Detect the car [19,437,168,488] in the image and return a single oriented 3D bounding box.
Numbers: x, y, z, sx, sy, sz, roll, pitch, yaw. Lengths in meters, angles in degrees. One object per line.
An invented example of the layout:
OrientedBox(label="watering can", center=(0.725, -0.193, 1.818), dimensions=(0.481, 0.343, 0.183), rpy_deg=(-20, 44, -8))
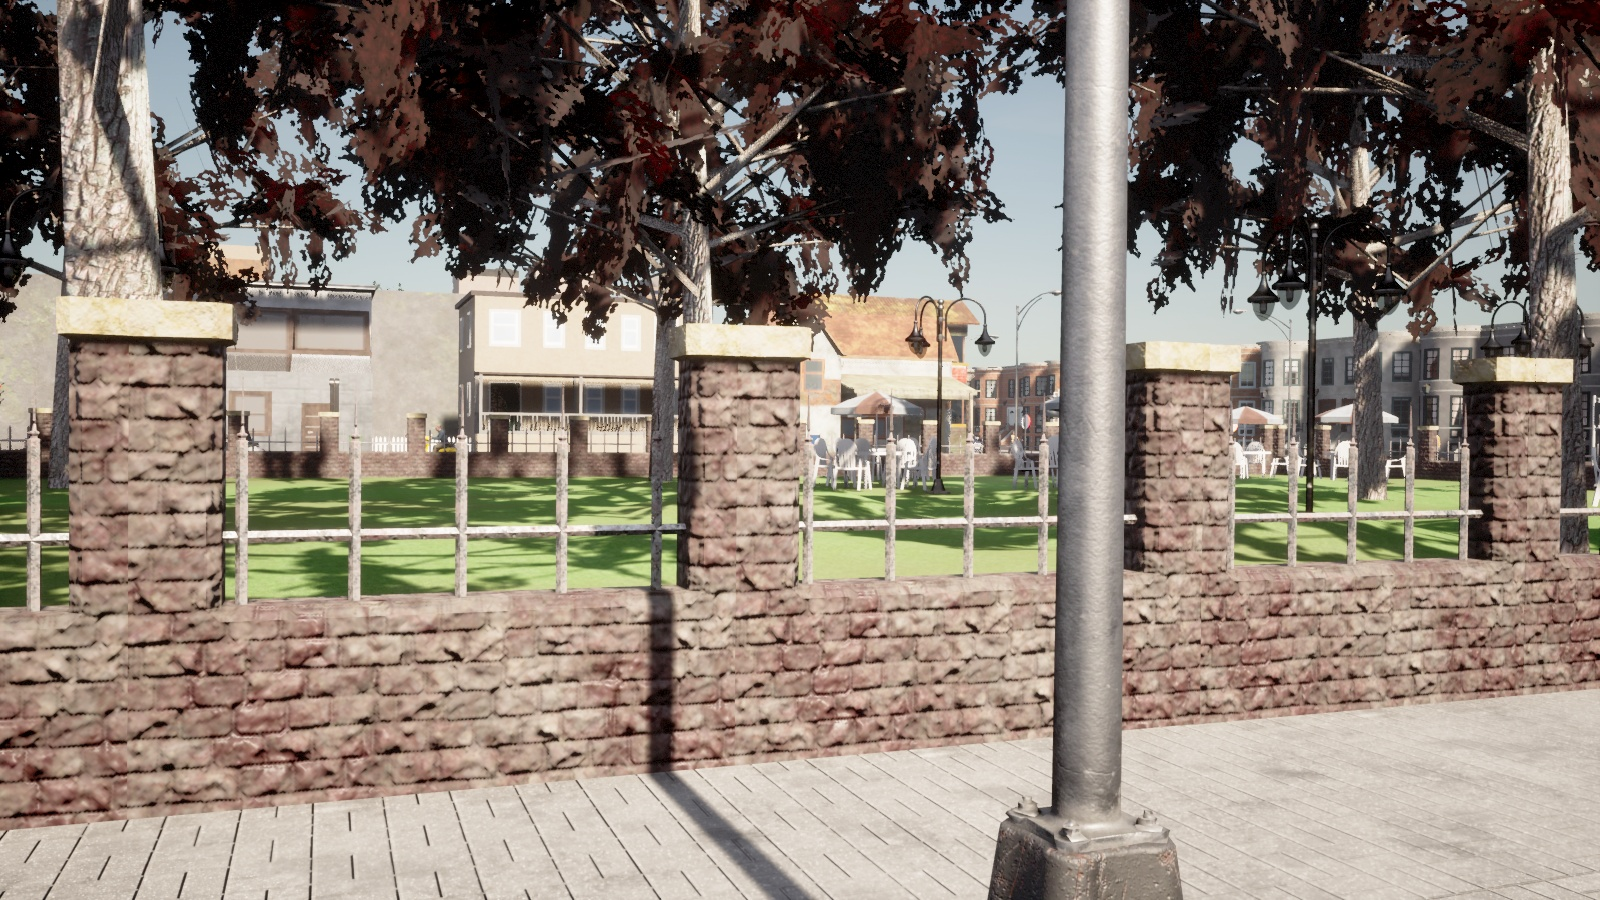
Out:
OrientedBox(label="car", center=(-22.152, 0.360, 39.521), dimensions=(3.806, 1.475, 1.970), rpy_deg=(-1, 1, -21))
